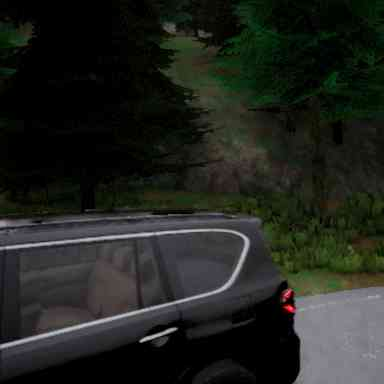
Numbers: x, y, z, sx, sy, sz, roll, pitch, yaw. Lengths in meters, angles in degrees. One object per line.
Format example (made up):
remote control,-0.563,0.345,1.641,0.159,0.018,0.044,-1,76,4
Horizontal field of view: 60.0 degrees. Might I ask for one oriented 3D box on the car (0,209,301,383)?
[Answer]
car,-1.624,1.223,2.585,5.566,2.045,2.150,-1,0,-31
